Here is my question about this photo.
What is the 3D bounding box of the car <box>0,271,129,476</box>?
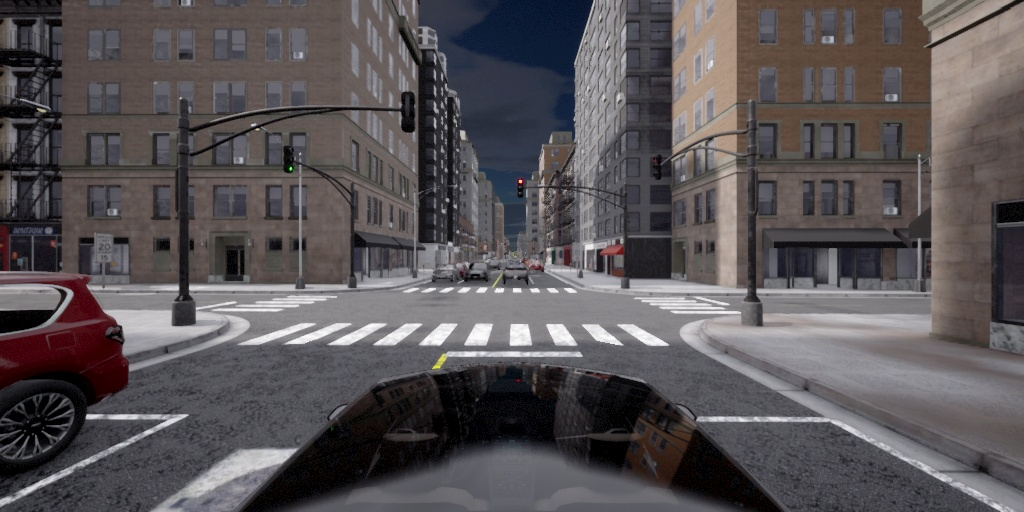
[{"bbox_3d":[-5.389,1.065,2.011,2.192,1.841,5.009,0,0,0],"label":"car"}]

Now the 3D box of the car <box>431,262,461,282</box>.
[{"bbox_3d":[-5.199,1.297,28.473,2.007,1.370,4.403,0,0,0],"label":"car"}]

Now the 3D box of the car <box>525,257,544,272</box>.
[{"bbox_3d":[2.942,1.181,44.771,1.967,1.591,4.097,0,0,0],"label":"car"}]

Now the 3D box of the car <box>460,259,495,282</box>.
[{"bbox_3d":[-2.661,1.248,28.519,1.837,1.490,4.892,0,1,0],"label":"car"}]

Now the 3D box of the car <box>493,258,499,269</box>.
[{"bbox_3d":[-2.497,1.243,49.804,1.837,1.490,4.892,0,0,1],"label":"car"}]

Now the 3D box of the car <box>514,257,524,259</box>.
[{"bbox_3d":[0.443,1.226,57.831,2.128,1.511,4.902,0,0,1],"label":"car"}]

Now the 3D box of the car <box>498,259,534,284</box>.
[{"bbox_3d":[0.276,1.238,27.066,2.128,1.511,4.902,0,0,0],"label":"car"}]
